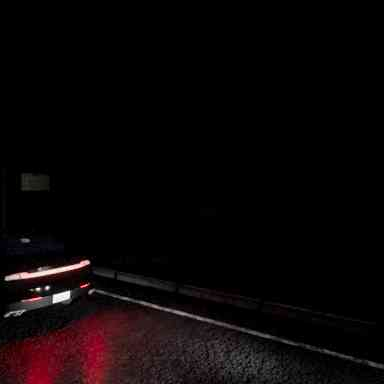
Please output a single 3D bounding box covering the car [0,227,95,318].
[{"bbox_3d":[-4.056,1.492,6.864,4.902,1.511,2.128,0,0,37],"label":"car"}]
